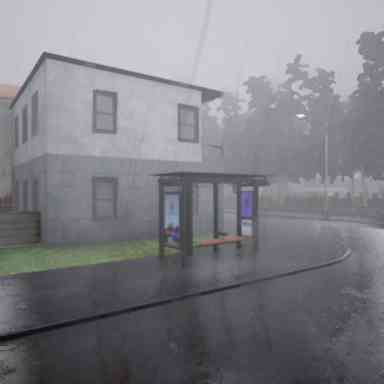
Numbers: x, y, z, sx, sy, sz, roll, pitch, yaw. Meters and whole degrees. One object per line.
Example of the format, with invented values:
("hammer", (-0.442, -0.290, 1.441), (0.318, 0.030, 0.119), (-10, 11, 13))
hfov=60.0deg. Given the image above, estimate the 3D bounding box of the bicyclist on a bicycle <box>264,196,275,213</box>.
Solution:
("bicyclist on a bicycle", (7.651, 1.259, 32.718), (1.656, 1.620, 0.582), (-1, 0, -35))
